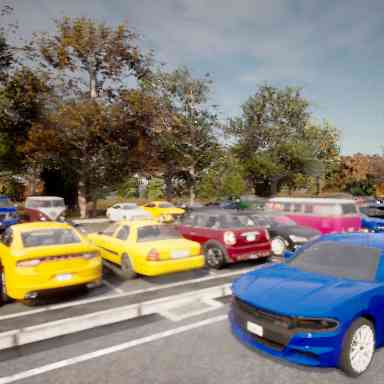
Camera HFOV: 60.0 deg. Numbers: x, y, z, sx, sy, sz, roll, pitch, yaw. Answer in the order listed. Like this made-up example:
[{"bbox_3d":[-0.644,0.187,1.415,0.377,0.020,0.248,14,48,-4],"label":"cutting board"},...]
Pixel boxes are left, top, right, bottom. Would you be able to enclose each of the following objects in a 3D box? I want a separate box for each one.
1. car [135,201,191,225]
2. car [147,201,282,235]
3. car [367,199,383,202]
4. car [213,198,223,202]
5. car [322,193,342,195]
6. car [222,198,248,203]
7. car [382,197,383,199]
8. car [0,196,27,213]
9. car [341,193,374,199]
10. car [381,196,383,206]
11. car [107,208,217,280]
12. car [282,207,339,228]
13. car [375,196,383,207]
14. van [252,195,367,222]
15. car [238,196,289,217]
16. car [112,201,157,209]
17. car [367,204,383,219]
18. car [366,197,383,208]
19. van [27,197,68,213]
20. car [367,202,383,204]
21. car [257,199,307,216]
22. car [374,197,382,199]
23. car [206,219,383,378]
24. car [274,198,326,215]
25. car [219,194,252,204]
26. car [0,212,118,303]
[{"bbox_3d":[-2.368,1.500,25.651,2.097,1.535,5.008,0,0,-35],"label":"car"},{"bbox_3d":[0.543,1.386,11.665,2.185,1.767,4.553,0,0,-35],"label":"car"},{"bbox_3d":[14.397,1.477,21.213,1.946,1.575,5.366,0,0,-35],"label":"car"},{"bbox_3d":[-0.090,1.496,27.253,2.231,1.521,4.892,0,0,-35],"label":"car"},{"bbox_3d":[13.602,1.330,36.829,2.185,1.767,4.553,0,0,-35],"label":"car"},{"bbox_3d":[2.174,1.519,28.871,2.163,1.488,4.792,0,0,-35],"label":"car"},{"bbox_3d":[22.681,1.294,43.287,2.185,1.767,4.553,0,0,-35],"label":"car"},{"bbox_3d":[-11.463,1.267,19.218,2.435,2.045,5.566,0,0,-35],"label":"car"},{"bbox_3d":[18.158,1.187,40.036,2.435,2.045,5.566,0,0,-35],"label":"car"},{"bbox_3d":[31.605,1.375,49.747,1.946,1.575,5.366,0,0,-35],"label":"car"},{"bbox_3d":[-1.757,1.513,10.314,1.946,1.575,5.366,0,0,-35],"label":"car"},{"bbox_3d":[2.901,1.509,13.368,2.231,1.521,4.892,0,0,-35],"label":"car"},{"bbox_3d":[29.532,1.388,48.070,2.097,1.535,5.008,0,0,-35],"label":"car"},{"bbox_3d":[5.114,1.277,15.059,1.878,1.987,4.442,0,0,-35],"label":"van"},{"bbox_3d":[6.767,1.352,32.026,2.185,1.767,4.553,0,0,-35],"label":"car"},{"bbox_3d":[-4.645,1.546,24.047,2.002,1.452,4.674,0,0,-35],"label":"car"},{"bbox_3d":[7.456,1.497,16.568,2.097,1.535,5.008,0,0,-35],"label":"car"},{"bbox_3d":[27.273,1.429,46.439,2.163,1.488,4.792,0,0,-35],"label":"car"},{"bbox_3d":[-9.134,1.288,20.747,1.878,1.987,4.442,0,0,-35],"label":"van"},{"bbox_3d":[9.739,1.492,18.160,2.097,1.535,5.008,0,0,-35],"label":"car"},{"bbox_3d":[9.026,1.511,33.656,2.002,1.452,4.674,0,0,-35],"label":"car"},{"bbox_3d":[20.417,1.431,41.665,2.231,1.521,4.892,0,0,-35],"label":"car"},{"bbox_3d":[2.838,1.471,5.706,5.008,1.535,1.882,0,0,-35],"label":"car"},{"bbox_3d":[11.309,1.463,35.250,2.097,1.535,5.008,0,0,-35],"label":"car"},{"bbox_3d":[4.487,1.233,30.428,2.435,2.045,5.566,0,0,-35],"label":"car"},{"bbox_3d":[-3.924,1.520,8.558,2.097,1.535,5.008,0,0,-35],"label":"car"}]
